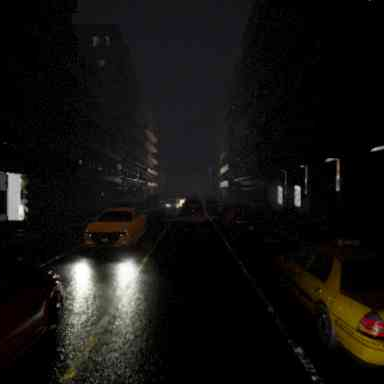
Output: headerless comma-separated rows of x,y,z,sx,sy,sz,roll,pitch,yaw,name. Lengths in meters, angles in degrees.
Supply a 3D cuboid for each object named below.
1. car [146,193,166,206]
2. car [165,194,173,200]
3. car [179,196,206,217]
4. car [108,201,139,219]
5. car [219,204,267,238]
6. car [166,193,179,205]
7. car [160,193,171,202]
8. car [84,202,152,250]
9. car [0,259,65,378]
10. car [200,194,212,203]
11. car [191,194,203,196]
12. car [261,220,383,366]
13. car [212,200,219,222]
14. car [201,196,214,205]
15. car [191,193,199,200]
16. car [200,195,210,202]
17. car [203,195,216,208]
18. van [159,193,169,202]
-5.769,1.165,51.130,2.192,1.841,5.009,0,0,0,car
-5.823,1.340,85.100,1.887,1.381,4.507,0,0,0,car
0.054,1.381,30.501,1.882,1.535,5.008,0,0,0,car
-5.733,1.492,28.480,1.802,1.307,4.206,0,0,0,car
2.665,1.484,17.149,1.887,1.381,4.507,0,0,0,car
-3.146,1.312,56.655,1.882,1.535,5.008,0,0,0,car
-5.805,1.118,73.777,2.192,1.841,5.009,0,0,0,car
-3.111,1.427,14.332,1.882,1.535,5.008,0,0,0,car
-3.108,1.549,3.890,1.994,1.385,4.181,0,0,-1,car
2.594,1.259,62.445,1.967,1.590,4.097,0,0,0,car
0.030,1.356,45.158,2.128,1.511,4.902,0,0,0,car
2.683,1.501,5.997,1.752,1.417,4.829,0,0,0,car
2.657,1.468,22.810,1.887,1.381,4.507,0,0,0,car
2.603,1.377,56.785,1.887,1.381,4.507,0,0,0,car
0.759,1.142,91.023,2.097,1.767,4.553,0,0,0,car
2.585,1.389,68.109,1.802,1.307,4.206,0,0,0,car
2.621,1.413,45.460,2.008,1.369,4.403,0,0,0,car
-5.795,1.151,68.117,1.690,1.788,3.998,0,0,0,van
